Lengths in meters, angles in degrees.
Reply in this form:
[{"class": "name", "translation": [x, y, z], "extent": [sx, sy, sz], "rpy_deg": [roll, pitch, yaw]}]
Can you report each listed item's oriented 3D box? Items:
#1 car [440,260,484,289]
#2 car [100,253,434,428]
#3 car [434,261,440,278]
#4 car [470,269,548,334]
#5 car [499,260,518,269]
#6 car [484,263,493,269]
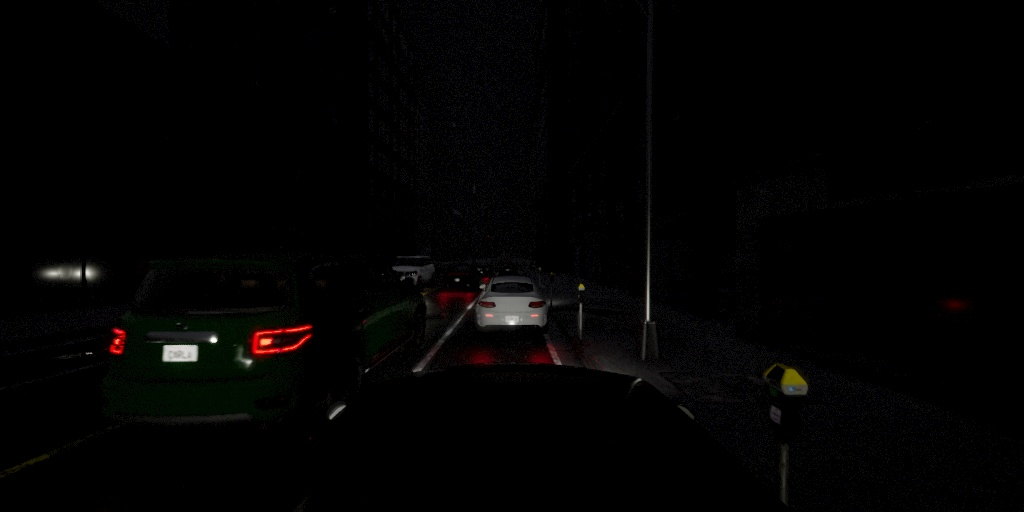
[{"class": "car", "translation": [-3.146, 1.225, 23.141], "extent": [1.882, 1.535, 5.008], "rpy_deg": [0, 0, 0]}, {"class": "car", "translation": [-3.056, 0.973, 5.994], "extent": [2.150, 2.045, 5.566], "rpy_deg": [0, 0, 0]}, {"class": "car", "translation": [-6.245, 0.969, 21.956], "extent": [2.150, 2.045, 5.566], "rpy_deg": [0, 0, 0]}, {"class": "car", "translation": [0.003, 1.274, 10.501], "extent": [1.812, 1.442, 4.674], "rpy_deg": [0, 0, 0]}, {"class": "car", "translation": [-0.383, 1.315, 34.934], "extent": [1.948, 1.339, 4.313], "rpy_deg": [0, 0, 0]}, {"class": "car", "translation": [-3.045, 1.351, 37.841], "extent": [1.895, 1.301, 4.718], "rpy_deg": [0, 0, 0]}]
